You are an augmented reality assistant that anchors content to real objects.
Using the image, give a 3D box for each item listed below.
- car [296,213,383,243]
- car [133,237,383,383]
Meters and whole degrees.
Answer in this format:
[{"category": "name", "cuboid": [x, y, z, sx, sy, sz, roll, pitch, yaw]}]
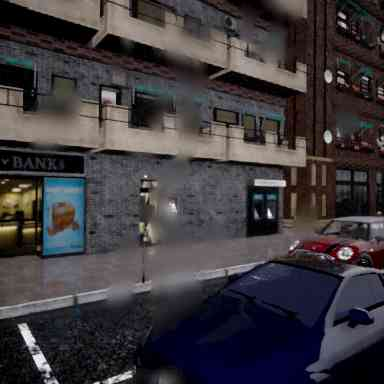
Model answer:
[{"category": "car", "cuboid": [4.517, 1.441, 9.319, 4.097, 1.590, 1.967, 0, 1, -36]}, {"category": "car", "cuboid": [1.416, 1.564, 4.085, 4.181, 1.385, 1.994, 0, 0, -36]}]
